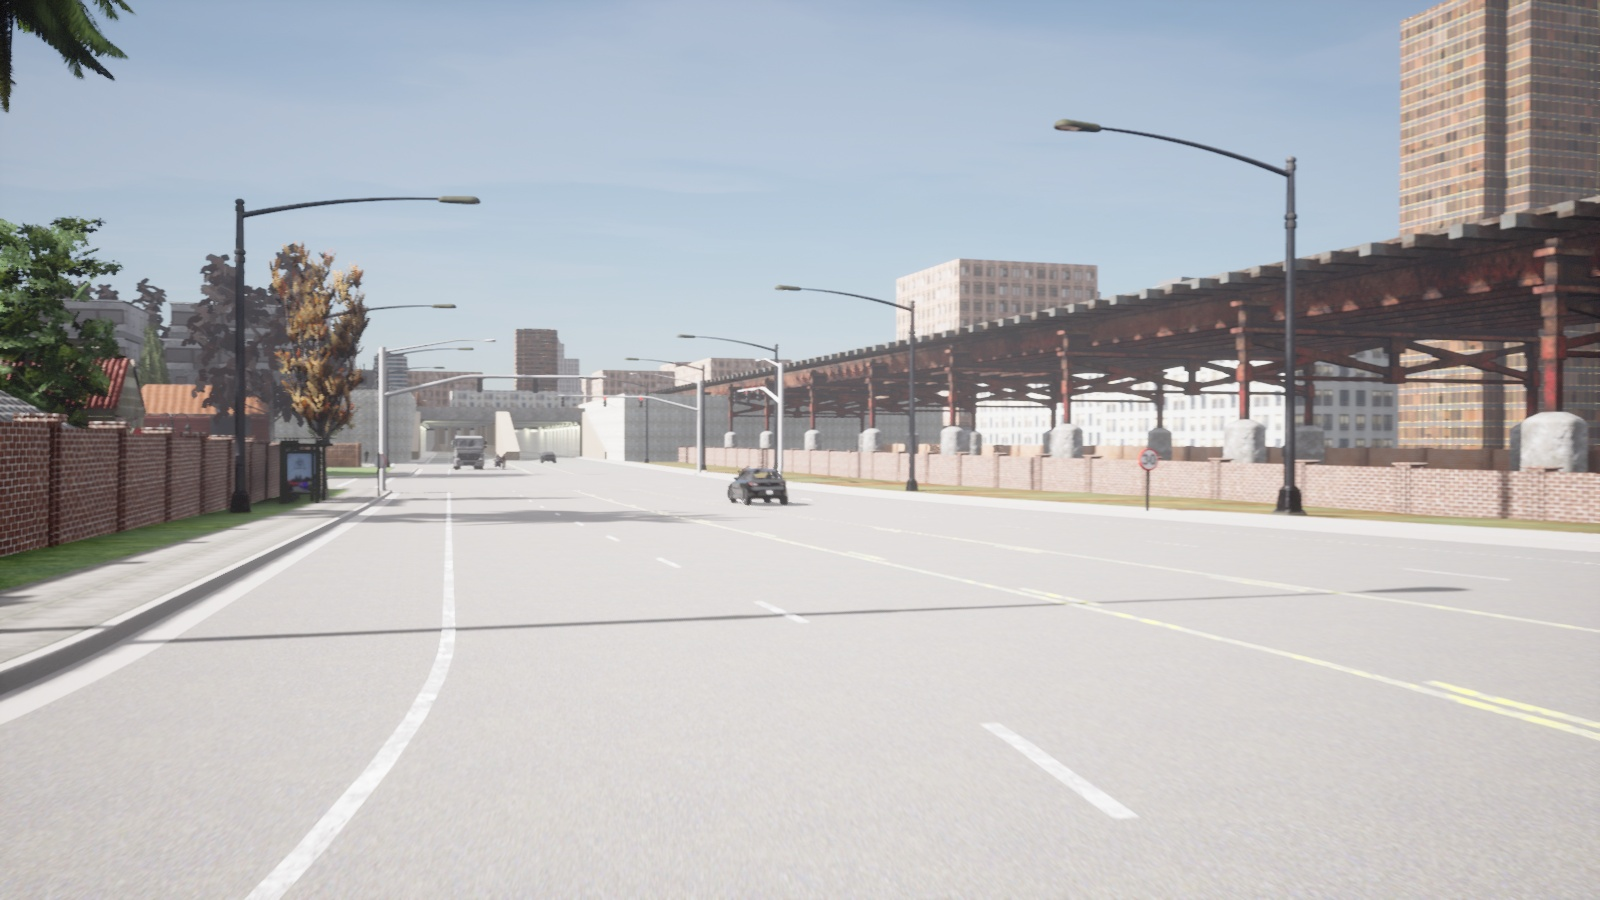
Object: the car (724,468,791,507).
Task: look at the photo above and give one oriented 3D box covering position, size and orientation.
[{"bbox_3d":[-1.800,1.509,51.848,1.816,1.474,4.193,0,0,-16],"label":"car"}]
